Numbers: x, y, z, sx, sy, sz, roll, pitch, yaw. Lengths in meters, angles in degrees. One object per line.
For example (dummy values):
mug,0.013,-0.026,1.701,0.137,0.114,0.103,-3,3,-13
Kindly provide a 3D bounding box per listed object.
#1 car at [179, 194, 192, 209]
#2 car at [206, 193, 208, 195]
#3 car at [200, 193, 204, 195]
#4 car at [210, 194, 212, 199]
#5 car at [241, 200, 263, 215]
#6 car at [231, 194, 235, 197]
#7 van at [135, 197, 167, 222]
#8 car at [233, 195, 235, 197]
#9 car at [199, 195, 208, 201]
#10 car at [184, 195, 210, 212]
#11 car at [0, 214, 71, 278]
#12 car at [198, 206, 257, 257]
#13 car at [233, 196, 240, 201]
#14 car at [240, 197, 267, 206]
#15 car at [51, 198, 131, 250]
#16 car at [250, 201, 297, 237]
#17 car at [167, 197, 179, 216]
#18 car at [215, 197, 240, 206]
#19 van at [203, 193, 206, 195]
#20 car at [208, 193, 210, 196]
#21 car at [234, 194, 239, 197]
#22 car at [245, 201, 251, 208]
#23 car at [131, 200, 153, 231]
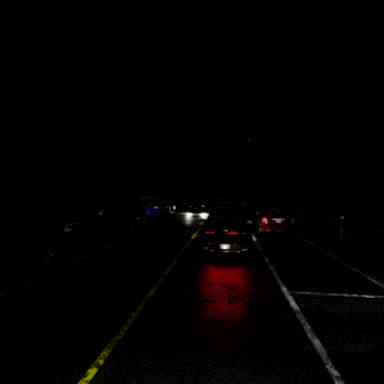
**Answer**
car,-1.577,1.343,41.979,1.967,1.590,4.097,1,0,6
car,1.910,1.378,75.618,1.967,1.590,4.097,1,0,6
car,0.746,1.475,64.405,2.008,1.369,4.403,1,0,6
car,3.652,1.526,92.438,1.947,1.339,4.313,1,0,6
car,6.318,1.631,35.502,1.887,1.381,4.507,1,0,6
car,10.967,1.715,80.352,1.802,1.307,4.206,1,0,6
van,-3.319,1.230,25.159,1.690,1.788,3.998,1,0,6
car,9.224,1.678,63.532,1.947,1.339,4.313,1,0,6
car,3.070,1.518,86.832,1.947,1.339,4.313,1,0,6
car,0.656,1.436,37.223,1.882,1.535,5.008,1,0,6
car,-5.067,1.442,8.339,1.947,1.339,4.313,1,0,6
car,1.324,1.514,13.119,1.837,1.490,4.892,1,0,6
car,12.129,1.729,91.564,1.802,1.307,4.206,1,0,6
car,5.741,1.396,29.896,2.192,1.841,5.009,1,0,6
car,-4.481,1.195,13.945,2.192,1.841,5.009,1,0,6
car,4.576,1.512,18.682,1.967,1.590,4.097,1,0,6
car,-2.740,1.334,30.766,1.967,1.590,4.097,1,0,6
car,3.114,1.500,30.377,1.882,1.535,5.008,1,0,6
van,1.331,1.272,70.011,1.690,1.788,3.998,1,0,6
car,2.494,1.260,81.225,2.192,1.841,5.009,1,0,6
car,8.064,1.540,52.320,1.967,1.590,4.097,1,0,6
car,5.155,1.643,24.289,1.947,1.339,4.313,1,0,6
car,-3.904,1.429,19.552,1.887,1.381,4.507,1,0,6
